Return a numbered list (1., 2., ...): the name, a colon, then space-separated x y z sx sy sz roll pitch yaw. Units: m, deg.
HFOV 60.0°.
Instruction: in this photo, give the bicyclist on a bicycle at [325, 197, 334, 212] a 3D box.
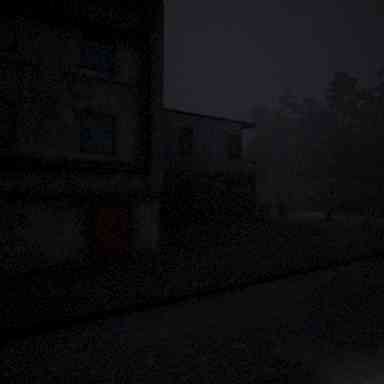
1. bicyclist on a bicycle: 15.651 1.430 37.804 1.656 1.620 0.582 0 0 -36
